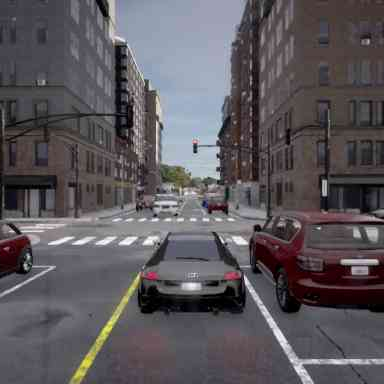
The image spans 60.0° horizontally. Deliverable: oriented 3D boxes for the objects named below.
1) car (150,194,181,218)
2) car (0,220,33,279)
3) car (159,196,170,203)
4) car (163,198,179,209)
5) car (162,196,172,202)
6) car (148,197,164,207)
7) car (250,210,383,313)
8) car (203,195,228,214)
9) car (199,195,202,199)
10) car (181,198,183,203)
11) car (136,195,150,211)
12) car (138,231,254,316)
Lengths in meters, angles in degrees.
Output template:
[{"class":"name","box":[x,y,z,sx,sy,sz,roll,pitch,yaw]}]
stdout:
[{"class":"car","box":[-2.559,1.220,30.914,2.150,2.045,5.566,0,0,-7]},{"class":"car","box":[-5.400,1.440,7.581,1.967,1.590,4.097,0,0,0]},{"class":"car","box":[-5.525,1.540,67.659,1.887,1.381,4.507,0,0,0]},{"class":"car","box":[-2.924,1.561,46.935,1.994,1.385,4.181,0,0,0]},{"class":"car","box":[-5.532,1.539,73.162,1.887,1.381,4.507,0,0,0]},{"class":"car","box":[-5.503,1.548,51.147,2.008,1.369,4.403,0,0,0]},{"class":"car","box":[2.625,1.315,7.595,2.192,1.841,5.009,0,0,0]},{"class":"car","box":[2.641,1.313,34.652,2.192,1.841,5.009,0,0,0]},{"class":"car","box":[2.599,1.312,51.163,2.192,1.841,5.009,0,0,0]},{"class":"car","box":[-2.883,1.521,67.548,1.812,1.442,4.674,0,0,0]},{"class":"car","box":[-5.488,1.313,40.140,2.192,1.841,5.009,0,0,0]},{"class":"car","box":[0.012,1.564,7.617,1.994,1.385,4.181,0,0,1]}]
